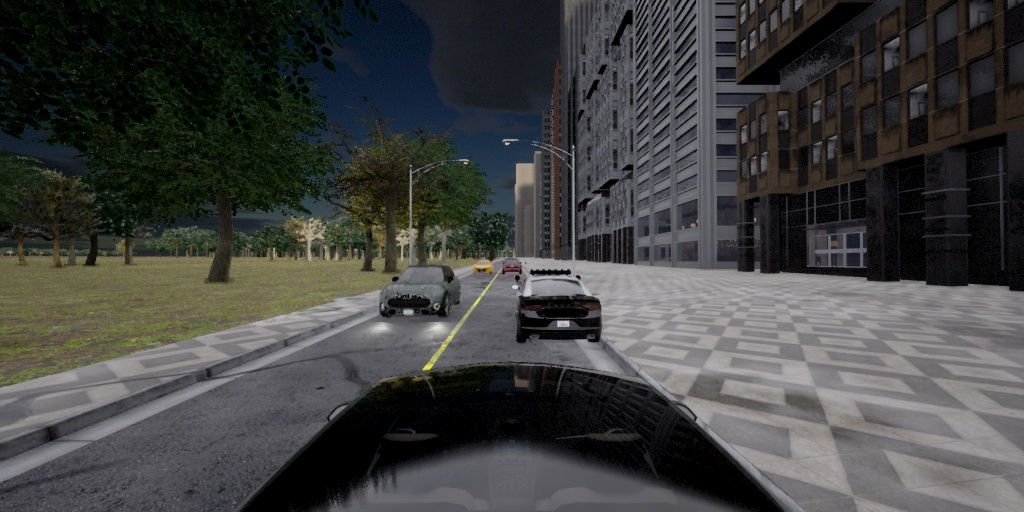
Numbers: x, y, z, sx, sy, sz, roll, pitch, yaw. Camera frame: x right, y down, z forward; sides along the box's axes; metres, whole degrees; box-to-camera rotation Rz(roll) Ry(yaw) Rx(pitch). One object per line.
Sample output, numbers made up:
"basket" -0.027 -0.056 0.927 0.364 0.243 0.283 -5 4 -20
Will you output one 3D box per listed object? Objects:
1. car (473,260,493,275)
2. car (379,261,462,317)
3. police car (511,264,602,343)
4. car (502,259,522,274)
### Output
"car" -3.058 1.191 38.528 1.882 1.535 5.008 0 0 0
"car" -3.118 1.100 13.022 2.097 1.767 4.553 0 0 0
"police car" 1.038 1.174 9.859 1.930 1.638 5.238 0 0 0
"car" 0.018 1.063 39.647 2.097 1.767 4.553 0 0 0
